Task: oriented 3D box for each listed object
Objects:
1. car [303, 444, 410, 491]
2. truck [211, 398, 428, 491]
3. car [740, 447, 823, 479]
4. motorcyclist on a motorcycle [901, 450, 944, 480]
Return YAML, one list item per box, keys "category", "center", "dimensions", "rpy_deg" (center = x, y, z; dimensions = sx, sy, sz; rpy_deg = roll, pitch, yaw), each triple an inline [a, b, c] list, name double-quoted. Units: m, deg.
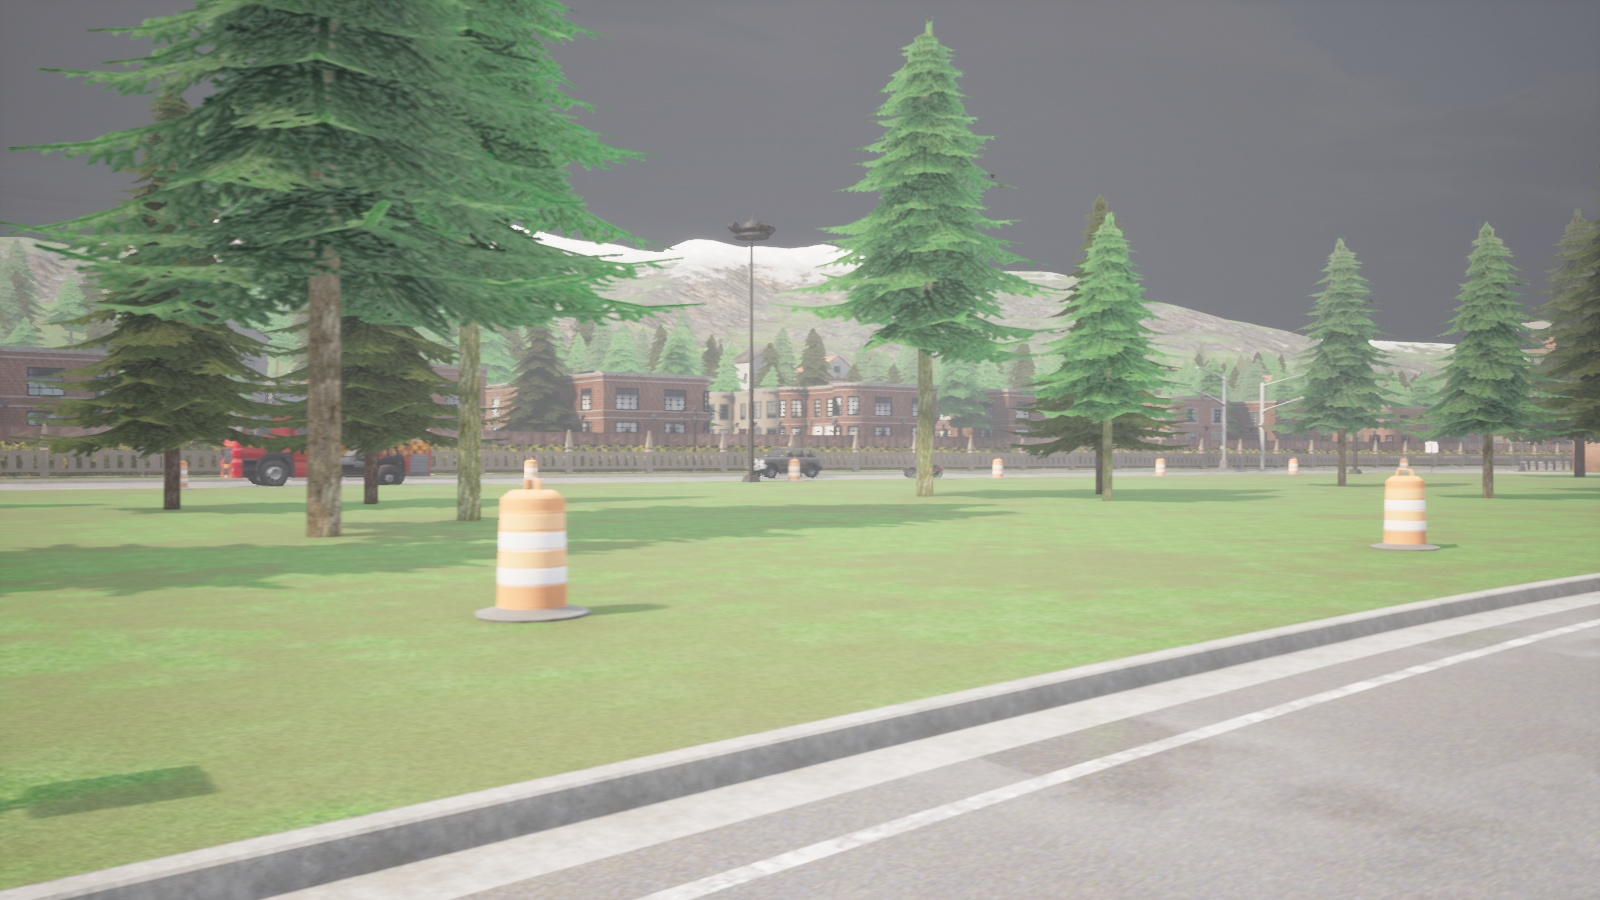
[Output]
- category: "car"
  center: [-18.647, 0.710, 52.814]
  dimensions: [3.866, 1.878, 1.905]
  rpy_deg: [0, 0, -35]
- category: "truck"
  center: [-21.095, -0.239, 55.377]
  dimensions: [8.468, 3.827, 2.891]
  rpy_deg: [0, 0, -35]
- category: "car"
  center: [-1.054, 0.744, 73.675]
  dimensions: [4.605, 1.855, 1.932]
  rpy_deg: [0, 0, -35]
- category: "motorcyclist on a motorcycle"
  center: [7.081, 0.858, 72.497]
  dimensions: [2.350, 1.649, 0.766]
  rpy_deg: [0, 0, -19]
